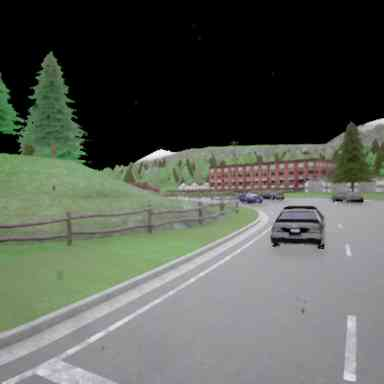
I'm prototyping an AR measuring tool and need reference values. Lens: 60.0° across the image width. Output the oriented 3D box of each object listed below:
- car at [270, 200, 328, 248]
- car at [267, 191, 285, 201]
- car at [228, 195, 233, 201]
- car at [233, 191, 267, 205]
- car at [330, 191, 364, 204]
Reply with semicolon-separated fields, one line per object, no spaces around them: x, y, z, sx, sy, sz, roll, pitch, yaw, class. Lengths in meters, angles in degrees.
4.365;1.273;13.334;2.033;1.411;5.357;-1;1;22;car
11.706;0.572;49.460;2.128;1.511;4.902;-1;1;-22;car
7.564;0.715;50.477;2.033;1.411;5.357;-2;1;-27;car
7.155;0.820;41.432;1.812;1.442;4.674;-1;1;-14;car
18.248;0.614;39.337;1.994;1.385;4.181;-1;1;-9;car
